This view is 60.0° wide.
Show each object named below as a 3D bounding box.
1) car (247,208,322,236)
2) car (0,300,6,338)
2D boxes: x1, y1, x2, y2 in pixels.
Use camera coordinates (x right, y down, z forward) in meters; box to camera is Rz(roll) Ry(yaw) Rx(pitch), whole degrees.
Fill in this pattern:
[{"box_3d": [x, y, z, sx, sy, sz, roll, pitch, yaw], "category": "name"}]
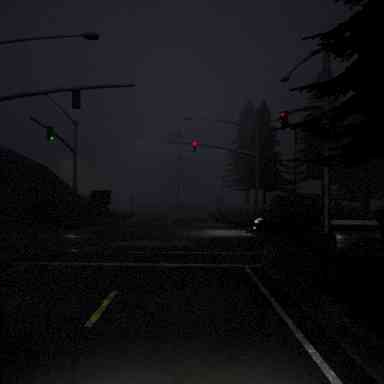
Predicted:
[{"box_3d": [5.829, 1.780, 21.078, 4.553, 1.767, 2.097, 1, 0, -4], "category": "car"}, {"box_3d": [-3.643, 1.594, 3.010, 1.994, 1.385, 4.181, -3, 1, 0], "category": "car"}]
